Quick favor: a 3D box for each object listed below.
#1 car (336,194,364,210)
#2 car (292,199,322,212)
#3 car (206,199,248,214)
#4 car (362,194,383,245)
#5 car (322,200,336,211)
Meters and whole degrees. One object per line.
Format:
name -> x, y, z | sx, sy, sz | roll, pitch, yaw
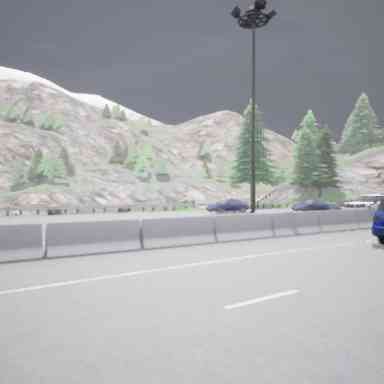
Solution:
car -> 15.550, 1.184, 28.763 | 5.566, 2.045, 2.150 | 0, 0, -25
car -> 12.730, 1.468, 35.143 | 4.674, 1.442, 1.812 | 0, 0, -25
car -> 3.714, 1.456, 34.599 | 4.674, 1.442, 1.812 | 0, 0, -27
car -> 9.949, 1.205, 13.894 | 5.566, 2.045, 2.150 | 0, 0, -29
car -> 15.497, 1.456, 32.563 | 4.892, 1.490, 1.837 | 0, 0, -24
